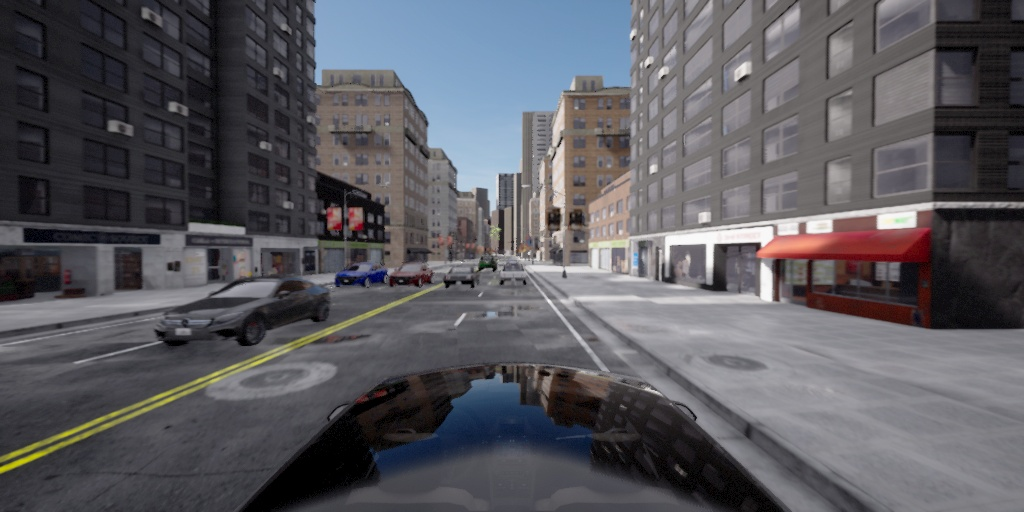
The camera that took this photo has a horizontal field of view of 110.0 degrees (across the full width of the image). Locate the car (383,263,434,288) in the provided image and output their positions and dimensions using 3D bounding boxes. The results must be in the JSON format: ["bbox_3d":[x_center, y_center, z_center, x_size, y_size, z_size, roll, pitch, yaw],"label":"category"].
[{"bbox_3d":[-6.523,1.213,23.713,1.882,1.535,5.008,0,0,1],"label":"car"}]

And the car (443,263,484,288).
[{"bbox_3d":[-3.167,1.338,23.617,1.895,1.301,4.718,0,0,0],"label":"car"}]

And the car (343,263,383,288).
[{"bbox_3d":[-9.772,1.211,23.695,1.882,1.535,5.008,0,0,1],"label":"car"}]

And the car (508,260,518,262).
[{"bbox_3d":[0.127,1.222,48.993,1.812,1.442,4.674,0,0,0],"label":"car"}]

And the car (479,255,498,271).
[{"bbox_3d":[-3.124,0.920,47.483,2.150,2.045,5.566,0,0,0],"label":"car"}]

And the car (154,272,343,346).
[{"bbox_3d":[-6.588,1.269,9.522,1.812,1.442,4.674,0,0,0],"label":"car"}]

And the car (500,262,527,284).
[{"bbox_3d":[0.096,1.336,26.719,1.895,1.301,4.718,0,0,0],"label":"car"}]
